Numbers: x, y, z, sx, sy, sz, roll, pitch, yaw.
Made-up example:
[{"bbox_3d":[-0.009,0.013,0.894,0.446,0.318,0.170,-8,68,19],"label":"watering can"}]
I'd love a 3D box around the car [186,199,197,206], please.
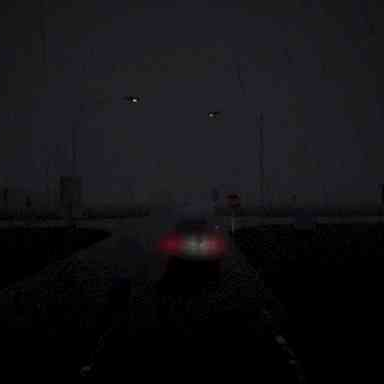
[{"bbox_3d":[0.006,2.175,68.330,1.812,1.442,4.674,0,0,5],"label":"car"}]

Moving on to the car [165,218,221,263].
[{"bbox_3d":[0.080,1.673,12.494,2.033,1.411,5.357,0,-1,1],"label":"car"}]
